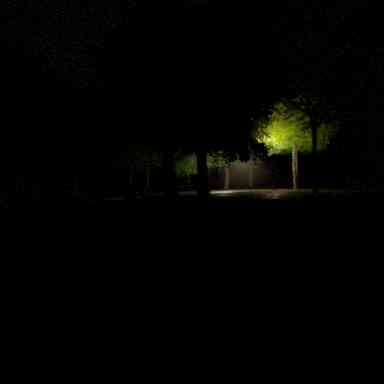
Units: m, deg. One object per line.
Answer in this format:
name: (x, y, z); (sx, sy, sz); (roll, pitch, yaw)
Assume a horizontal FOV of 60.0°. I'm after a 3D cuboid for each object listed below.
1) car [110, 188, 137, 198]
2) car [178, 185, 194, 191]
car: (-11.221, 0.163, 54.497); (1.837, 1.490, 4.892); (-1, 2, 38)
car: (-1.509, -0.739, 66.978); (1.812, 1.442, 4.674); (-1, 1, 38)
